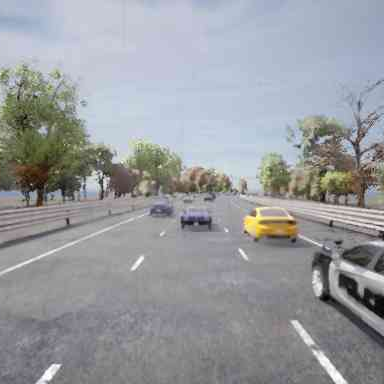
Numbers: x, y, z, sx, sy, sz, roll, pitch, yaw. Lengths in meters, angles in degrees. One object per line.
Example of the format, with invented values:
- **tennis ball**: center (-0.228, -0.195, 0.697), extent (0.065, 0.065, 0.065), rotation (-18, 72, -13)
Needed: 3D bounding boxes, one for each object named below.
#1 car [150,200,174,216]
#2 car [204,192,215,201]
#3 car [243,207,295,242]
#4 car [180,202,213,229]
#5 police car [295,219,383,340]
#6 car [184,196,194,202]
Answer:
- **car**: center (-2.796, 1.458, 31.324), extent (1.812, 1.442, 4.674), rotation (0, 0, 2)
- **car**: center (3.842, 1.422, 77.639), extent (1.812, 1.442, 4.674), rotation (0, 0, 6)
- **car**: center (3.657, 1.451, 16.192), extent (1.882, 1.535, 5.008), rotation (0, 0, 1)
- **car**: center (0.318, 1.557, 21.314), extent (1.895, 1.301, 4.718), rotation (0, 0, 2)
- **police car**: center (3.510, 1.420, 5.425), extent (1.930, 1.638, 5.238), rotation (0, 0, 0)
- **car**: center (-0.560, 1.499, 67.945), extent (1.895, 1.301, 4.718), rotation (0, 0, 5)
